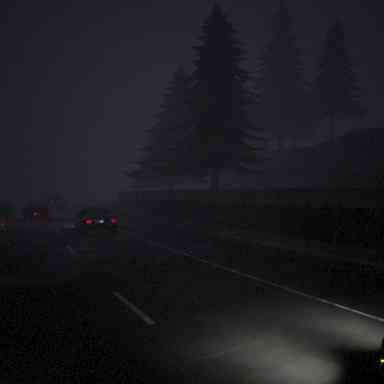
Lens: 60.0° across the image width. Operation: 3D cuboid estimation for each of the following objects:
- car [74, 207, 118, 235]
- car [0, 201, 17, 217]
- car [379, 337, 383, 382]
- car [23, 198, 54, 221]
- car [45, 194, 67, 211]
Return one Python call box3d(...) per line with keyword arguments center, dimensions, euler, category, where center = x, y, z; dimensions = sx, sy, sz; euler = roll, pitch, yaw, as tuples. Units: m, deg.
box3d(center=(-5.674, 1.569, 19.308), dimensions=(2.033, 1.411, 5.357), euler=(0, 0, -24), category="car")
box3d(center=(-17.690, 1.584, 31.056), dimensions=(1.812, 1.442, 4.674), euler=(0, 0, -18), category="car")
box3d(center=(3.863, 1.494, 2.065), dimensions=(1.837, 1.490, 4.892), euler=(0, 0, -34), category="car")
box3d(center=(-12.746, 1.521, 27.520), dimensions=(1.882, 1.535, 5.008), euler=(0, 0, -21), category="car")
box3d(center=(-16.998, 1.282, 41.366), dimensions=(2.150, 2.045, 5.566), euler=(0, 0, -14), category="car")
